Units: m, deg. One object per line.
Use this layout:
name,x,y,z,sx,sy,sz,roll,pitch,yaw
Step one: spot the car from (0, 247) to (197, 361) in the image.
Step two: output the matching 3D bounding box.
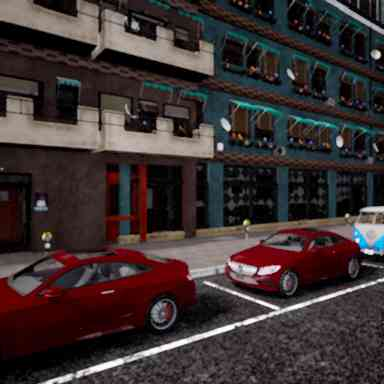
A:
car,-1.855,1.588,5.244,4.206,1.307,1.802,0,-1,-36

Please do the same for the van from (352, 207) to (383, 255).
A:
van,7.355,1.398,11.834,3.998,1.788,1.690,0,-1,-36

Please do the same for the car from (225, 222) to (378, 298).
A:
car,2.749,1.612,8.538,4.206,1.307,1.802,0,-1,-36
